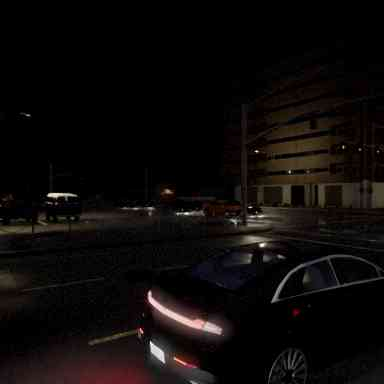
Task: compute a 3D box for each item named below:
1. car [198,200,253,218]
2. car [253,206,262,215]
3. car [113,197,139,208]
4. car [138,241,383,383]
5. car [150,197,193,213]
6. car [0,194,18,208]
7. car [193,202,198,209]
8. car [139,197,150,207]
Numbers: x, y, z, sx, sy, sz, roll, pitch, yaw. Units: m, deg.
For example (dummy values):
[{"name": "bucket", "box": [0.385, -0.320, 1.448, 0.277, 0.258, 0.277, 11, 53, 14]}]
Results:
[{"name": "car", "box": [2.985, 1.533, 30.986, 1.882, 1.535, 5.008, 0, 0, -34]}, {"name": "car", "box": [4.782, 1.603, 34.563, 2.033, 1.411, 5.357, 0, 0, -34]}, {"name": "car", "box": [-10.346, 1.533, 50.570, 1.882, 1.535, 5.008, 0, 0, -34]}, {"name": "car", "box": [1.638, 1.492, 4.908, 4.902, 1.511, 2.128, 0, 0, -34]}, {"name": "car", "box": [-2.547, 1.603, 39.098, 2.033, 1.411, 5.357, 0, 0, -34]}, {"name": "car", "box": [-31.359, 1.209, 56.593, 1.932, 1.855, 4.605, 0, 0, -34]}, {"name": "car", "box": [-0.618, 1.656, 42.484, 1.895, 1.301, 4.718, 0, 0, -34]}, {"name": "car", "box": [-6.725, 1.560, 51.467, 1.837, 1.490, 4.892, 0, 0, -34]}]
